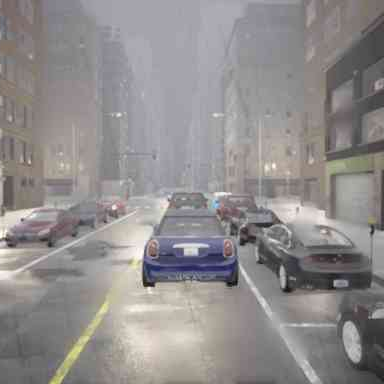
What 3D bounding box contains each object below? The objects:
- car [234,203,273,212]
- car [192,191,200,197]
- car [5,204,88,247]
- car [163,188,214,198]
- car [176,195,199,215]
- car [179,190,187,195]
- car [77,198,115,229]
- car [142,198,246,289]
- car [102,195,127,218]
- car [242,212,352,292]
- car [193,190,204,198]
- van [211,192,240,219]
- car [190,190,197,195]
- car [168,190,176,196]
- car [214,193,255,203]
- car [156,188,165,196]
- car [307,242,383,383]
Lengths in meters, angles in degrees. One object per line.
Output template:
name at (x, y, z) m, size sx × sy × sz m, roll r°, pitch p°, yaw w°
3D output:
car at (2.607, 1.350, 13.842) m, size 1.947 × 1.339 × 4.313 m, roll 0°, pitch 1°, yaw -1°
car at (0.881, 0.380, 80.060) m, size 1.802 × 1.307 × 4.206 m, roll 0°, pitch 1°, yaw -2°
car at (-5.917, 1.367, 13.682) m, size 1.802 × 1.307 × 4.206 m, roll 0°, pitch 1°, yaw -1°
car at (-0.236, 0.934, 18.433) m, size 2.150 × 2.045 × 5.566 m, roll 0°, pitch 1°, yaw -1°
car at (-0.429, 1.075, 28.999) m, size 1.812 × 1.442 × 4.674 m, roll 0°, pitch 1°, yaw -2°
car at (-2.516, 0.164, 93.520) m, size 1.994 × 1.385 × 4.181 m, roll 0°, pitch 1°, yaw -2°
car at (-6.017, 1.266, 19.205) m, size 1.947 × 1.339 × 4.313 m, roll 0°, pitch 1°, yaw -1°
car at (-0.095, 1.211, 8.973) m, size 2.097 × 1.767 × 4.553 m, roll 0°, pitch 1°, yaw -2°
car at (-6.116, 1.055, 24.726) m, size 1.967 × 1.590 × 4.097 m, roll 0°, pitch 1°, yaw -1°
car at (2.707, 1.420, 8.320) m, size 2.008 × 1.369 × 4.403 m, roll 0°, pitch 1°, yaw -1°
car at (1.333, 0.401, 68.758) m, size 1.967 × 1.590 × 4.097 m, roll 0°, pitch 1°, yaw -2°
van at (2.408, 0.954, 24.883) m, size 1.690 × 1.788 × 3.998 m, roll 0°, pitch 1°, yaw -1°
car at (0.429, 0.223, 91.356) m, size 1.802 × 1.307 × 4.206 m, roll 0°, pitch 1°, yaw -2°
car at (-5.336, 0.197, 88.926) m, size 2.128 × 1.511 × 4.902 m, roll 0°, pitch 1°, yaw -2°
car at (2.508, 1.013, 19.361) m, size 2.192 × 1.841 × 5.009 m, roll 0°, pitch 1°, yaw -1°
car at (-7.637, 0.242, 79.726) m, size 1.967 × 1.590 × 4.097 m, roll 0°, pitch 1°, yaw -2°
car at (2.806, 1.505, 2.798) m, size 2.008 × 1.369 × 4.403 m, roll 0°, pitch 1°, yaw -1°
